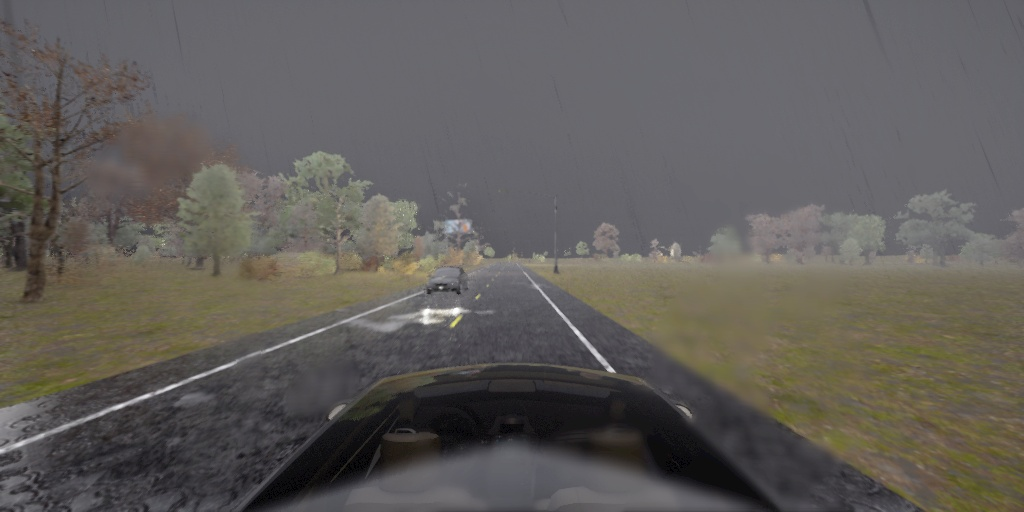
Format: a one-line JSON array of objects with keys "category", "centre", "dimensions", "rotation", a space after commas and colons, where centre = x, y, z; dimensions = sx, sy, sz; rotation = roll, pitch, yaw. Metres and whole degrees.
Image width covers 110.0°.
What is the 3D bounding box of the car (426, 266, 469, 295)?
[{"category": "car", "centre": [-3.597, 1.372, 20.618], "dimensions": [1.837, 1.490, 4.892], "rotation": [0, 0, 0]}]
